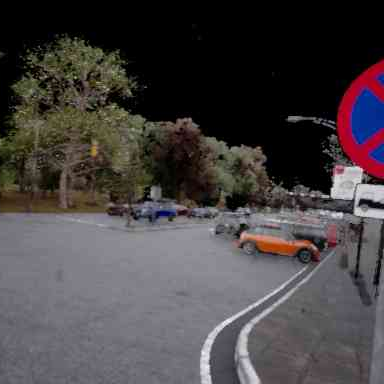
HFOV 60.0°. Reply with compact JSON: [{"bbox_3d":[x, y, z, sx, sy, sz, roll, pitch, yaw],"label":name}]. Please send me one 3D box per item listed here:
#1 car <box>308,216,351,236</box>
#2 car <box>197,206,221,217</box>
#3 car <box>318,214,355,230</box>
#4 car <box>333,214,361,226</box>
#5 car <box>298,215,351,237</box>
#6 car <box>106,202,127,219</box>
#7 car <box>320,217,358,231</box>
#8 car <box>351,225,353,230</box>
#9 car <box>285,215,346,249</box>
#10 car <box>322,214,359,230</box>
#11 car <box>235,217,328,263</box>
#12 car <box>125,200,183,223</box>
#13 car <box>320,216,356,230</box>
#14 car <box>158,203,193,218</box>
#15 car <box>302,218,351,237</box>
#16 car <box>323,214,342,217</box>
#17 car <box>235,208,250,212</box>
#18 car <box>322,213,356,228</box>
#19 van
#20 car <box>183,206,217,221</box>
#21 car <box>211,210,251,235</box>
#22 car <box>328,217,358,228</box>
[{"bbox_3d":[17.669,4.336,43.030,4.553,1.767,2.185,7,0,8],"label":"car"},{"bbox_3d":[2.636,2.953,50.683,1.994,1.385,4.181,6,0,28],"label":"car"},{"bbox_3d":[13.502,3.710,35.079,5.566,2.045,2.435,7,0,8],"label":"car"},{"bbox_3d":[38.552,6.915,82.836,5.566,2.045,2.435,7,0,8],"label":"car"},{"bbox_3d":[9.298,3.213,27.121,5.566,2.045,2.435,7,0,8],"label":"car"},{"bbox_3d":[-6.418,1.789,33.533,1.882,1.535,5.008,6,0,28],"label":"car"},{"bbox_3d":[24.764,5.354,56.280,5.366,1.575,1.946,7,0,8],"label":"car"},{"bbox_3d":[12.231,3.810,32.403,5.366,1.575,1.946,7,0,8],"label":"car"},{"bbox_3d":[7.827,3.040,24.469,5.566,2.045,2.435,7,0,8],"label":"car"},{"bbox_3d":[27.364,5.449,61.605,5.566,2.045,2.435,7,0,8],"label":"car"},{"bbox_3d":[4.947,2.827,19.192,4.553,1.767,2.185,7,0,9],"label":"car"},{"bbox_3d":[-3.567,1.834,32.482,2.150,2.045,5.566,6,0,28],"label":"car"},{"bbox_3d":[25.788,5.491,58.976,5.366,1.575,1.946,7,0,8],"label":"car"},{"bbox_3d":[-1.970,2.315,41.911,1.882,1.535,5.008,6,0,28],"label":"car"},{"bbox_3d":[16.236,4.291,40.380,4.892,1.521,2.231,7,0,8],"label":"car"},{"bbox_3d":[19.000,4.499,45.699,4.553,1.767,2.185,7,0,8],"label":"car"},{"bbox_3d":[8.241,3.382,54.852,2.097,1.767,4.553,6,0,28],"label":"car"},{"bbox_3d":[21.858,4.729,51.001,5.566,2.045,2.435,7,0,8],"label":"car"},{"bbox_3d":[6.316,2.887,21.838,4.442,1.987,1.878,7,0,8],"label":"van"},{"bbox_3d":[1.207,2.727,41.548,2.033,1.411,5.357,6,0,28],"label":"car"},{"bbox_3d":[3.673,2.725,27.412,2.097,1.767,4.553,6,0,28],"label":"car"},{"bbox_3d":[31.528,6.265,69.570,5.008,1.535,2.097,7,-1,8],"label":"car"}]
